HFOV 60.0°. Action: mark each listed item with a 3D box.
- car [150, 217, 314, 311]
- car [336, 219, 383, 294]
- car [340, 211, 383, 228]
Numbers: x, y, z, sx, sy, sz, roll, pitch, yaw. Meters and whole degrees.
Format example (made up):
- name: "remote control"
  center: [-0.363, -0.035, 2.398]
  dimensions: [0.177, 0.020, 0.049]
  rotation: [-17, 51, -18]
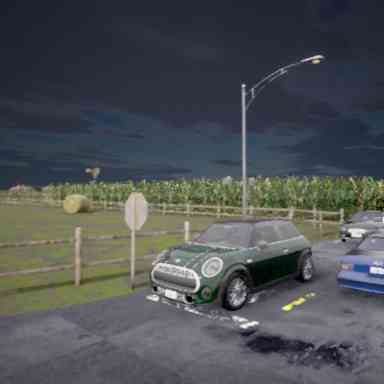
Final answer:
- name: "car"
  center: [1.154, 1.474, 8.264]
  dimensions: [2.097, 1.767, 4.553]
  rotation: [-1, -1, 45]
- name: "car"
  center: [5.434, 1.659, 8.572]
  dimensions: [2.033, 1.411, 5.357]
  rotation: [-1, -1, 42]
- name: "car"
  center: [9.054, 1.731, 16.846]
  dimensions: [2.128, 1.511, 4.902]
  rotation: [-1, -1, 42]
